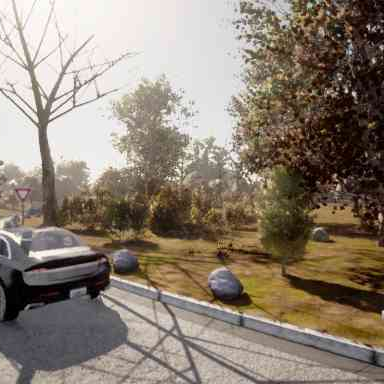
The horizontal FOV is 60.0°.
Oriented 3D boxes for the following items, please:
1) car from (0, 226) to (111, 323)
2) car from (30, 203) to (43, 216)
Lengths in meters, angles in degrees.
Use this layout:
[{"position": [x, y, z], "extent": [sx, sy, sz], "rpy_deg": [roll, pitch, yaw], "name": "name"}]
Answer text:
[{"position": [-3.717, 1.513, 7.330], "extent": [4.902, 1.511, 2.128], "rpy_deg": [0, 0, 43], "name": "car"}, {"position": [-19.765, 2.266, 44.808], "extent": [2.097, 1.767, 4.553], "rpy_deg": [-1, -2, 6], "name": "car"}]
